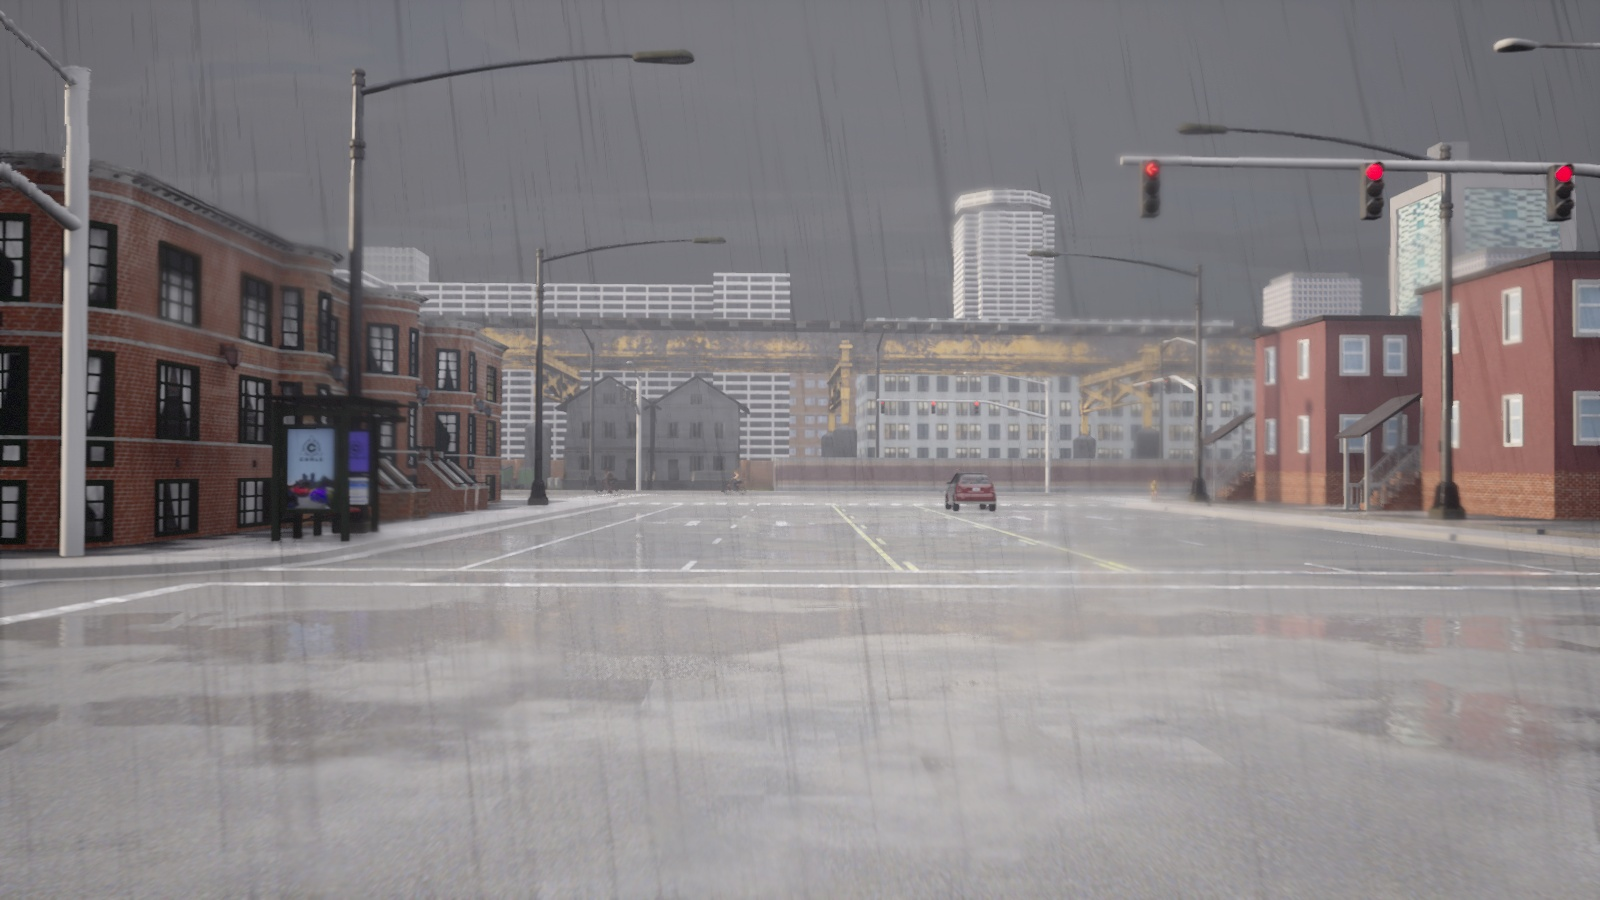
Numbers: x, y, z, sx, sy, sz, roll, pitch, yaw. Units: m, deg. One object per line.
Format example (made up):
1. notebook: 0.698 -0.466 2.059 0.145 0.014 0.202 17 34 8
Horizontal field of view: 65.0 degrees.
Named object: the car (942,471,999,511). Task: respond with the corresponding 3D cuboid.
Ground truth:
1. car: 6.876 1.618 50.883 1.789 1.549 3.705 0 -1 0
